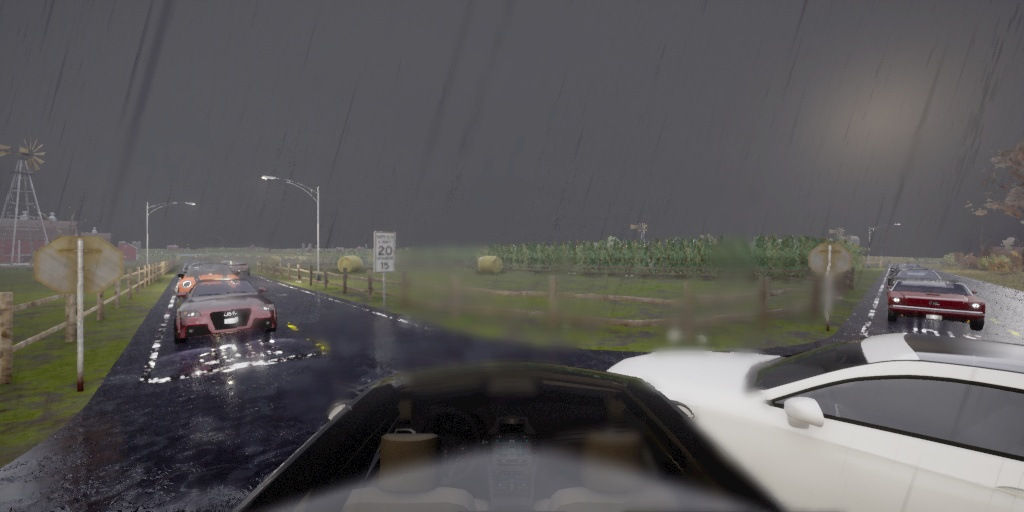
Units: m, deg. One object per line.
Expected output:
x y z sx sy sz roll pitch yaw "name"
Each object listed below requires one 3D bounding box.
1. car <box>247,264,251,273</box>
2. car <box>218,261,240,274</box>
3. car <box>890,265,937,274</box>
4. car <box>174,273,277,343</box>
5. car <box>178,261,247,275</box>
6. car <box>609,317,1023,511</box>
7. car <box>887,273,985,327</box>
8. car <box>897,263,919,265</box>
-27.201 1.290 35.559 2.128 1.511 4.902 0 0 -42 "car"
-33.969 1.313 42.975 1.837 1.490 4.892 0 0 -42 "car"
20.485 1.369 18.182 5.357 1.411 2.033 0 1 -43 "car"
-8.000 1.356 9.965 1.994 1.385 4.181 0 0 -43 "car"
-13.816 1.143 16.413 2.097 1.767 4.553 0 0 -42 "car"
2.827 1.294 2.446 1.812 1.442 4.674 0 1 -44 "car"
13.449 1.402 11.574 4.718 1.301 1.895 0 1 -43 "car"
27.201 1.409 24.479 4.181 1.385 1.994 0 1 -43 "car"
